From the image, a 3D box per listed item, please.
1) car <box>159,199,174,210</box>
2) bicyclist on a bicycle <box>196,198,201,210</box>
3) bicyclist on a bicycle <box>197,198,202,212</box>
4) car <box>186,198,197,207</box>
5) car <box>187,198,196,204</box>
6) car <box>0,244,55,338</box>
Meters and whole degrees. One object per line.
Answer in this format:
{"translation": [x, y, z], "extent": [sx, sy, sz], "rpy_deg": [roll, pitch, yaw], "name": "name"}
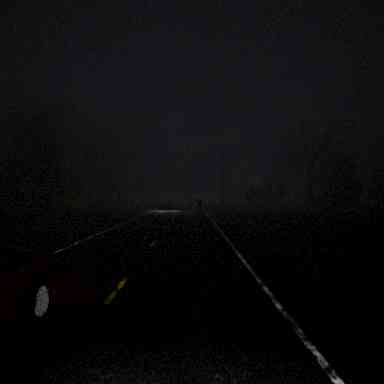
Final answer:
{"translation": [-3.633, 1.759, 47.756], "extent": [1.882, 1.535, 5.008], "rpy_deg": [0, 0, 0], "name": "car"}
{"translation": [0.911, 1.730, 47.026], "extent": [0.582, 1.620, 1.656], "rpy_deg": [0, -1, 0], "name": "bicyclist on a bicycle"}
{"translation": [0.921, 1.679, 37.874], "extent": [0.582, 1.620, 1.656], "rpy_deg": [0, -1, 0], "name": "bicyclist on a bicycle"}
{"translation": [-0.030, 1.881, 57.040], "extent": [2.033, 1.411, 5.357], "rpy_deg": [0, 0, 0], "name": "car"}
{"translation": [-0.082, 1.984, 74.865], "extent": [1.994, 1.385, 4.181], "rpy_deg": [0, 0, 0], "name": "car"}
{"translation": [-3.605, 1.506, 4.492], "extent": [1.882, 1.535, 5.008], "rpy_deg": [0, 0, 0], "name": "car"}
